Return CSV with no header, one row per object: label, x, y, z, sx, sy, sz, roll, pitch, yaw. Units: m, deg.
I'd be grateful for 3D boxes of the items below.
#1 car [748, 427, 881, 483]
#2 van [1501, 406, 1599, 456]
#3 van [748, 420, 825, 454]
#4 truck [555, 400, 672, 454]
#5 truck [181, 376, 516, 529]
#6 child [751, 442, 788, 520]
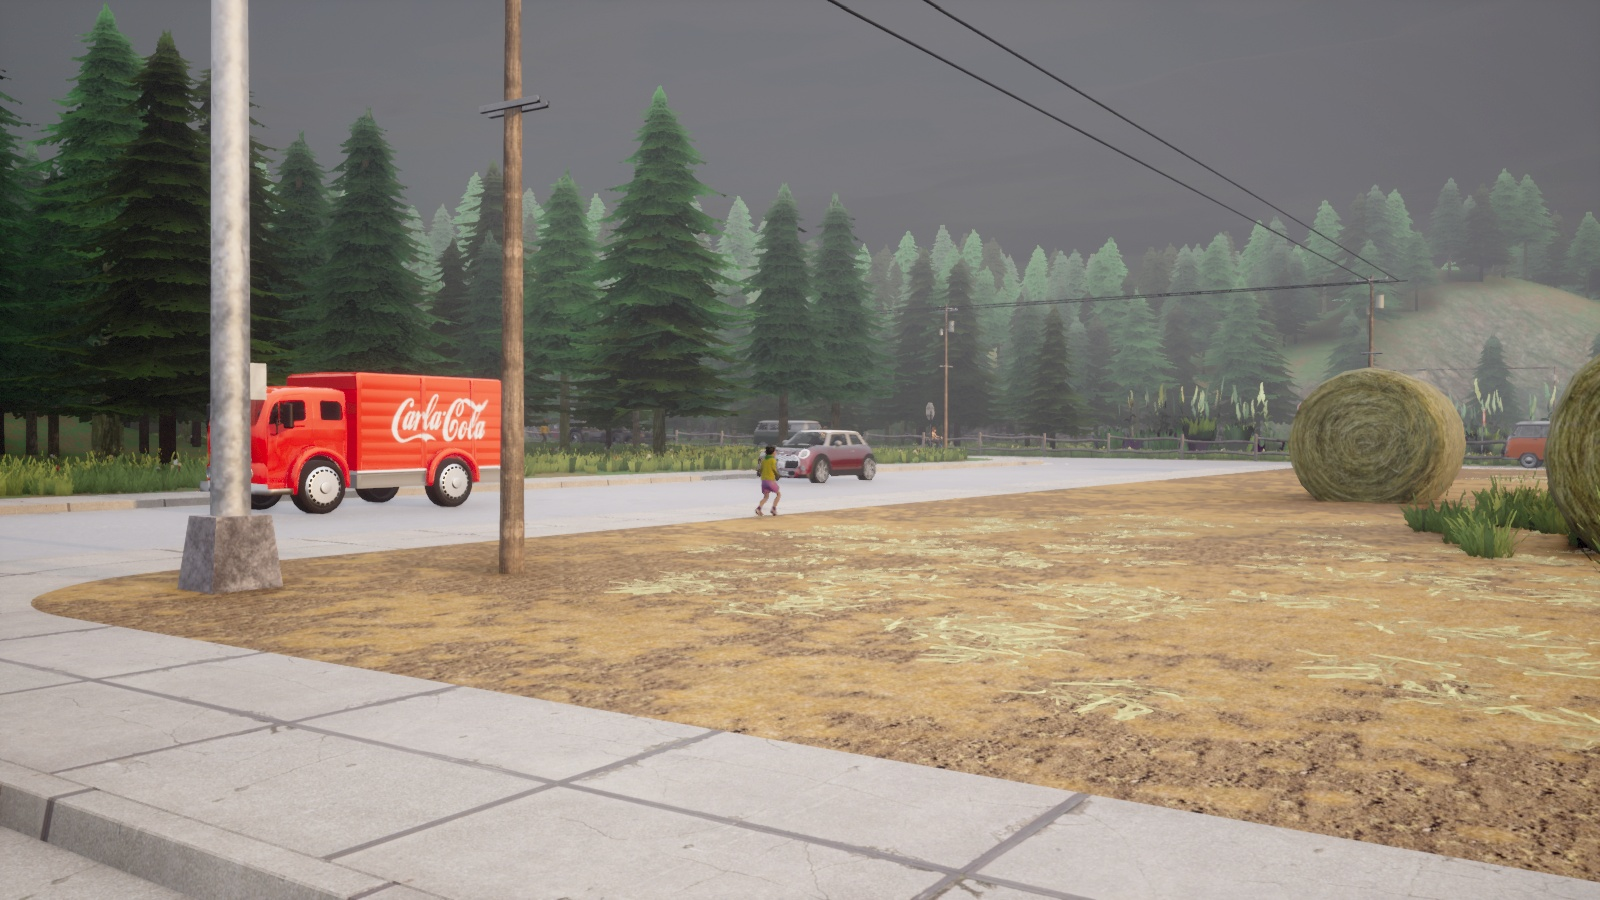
car,0.467,0.117,35.624,1.970,1.475,3.806,0,1,35
van,31.442,-0.779,51.510,4.442,1.987,1.775,0,1,37
van,-0.844,-0.797,76.064,4.442,1.987,1.775,0,1,36
truck,-12.593,-1.525,84.489,7.936,3.462,2.891,0,1,36
truck,-8.143,-0.022,23.157,2.627,2.467,5.204,0,1,35
child,-0.461,0.461,18.970,0.299,1.160,0.473,0,1,39
